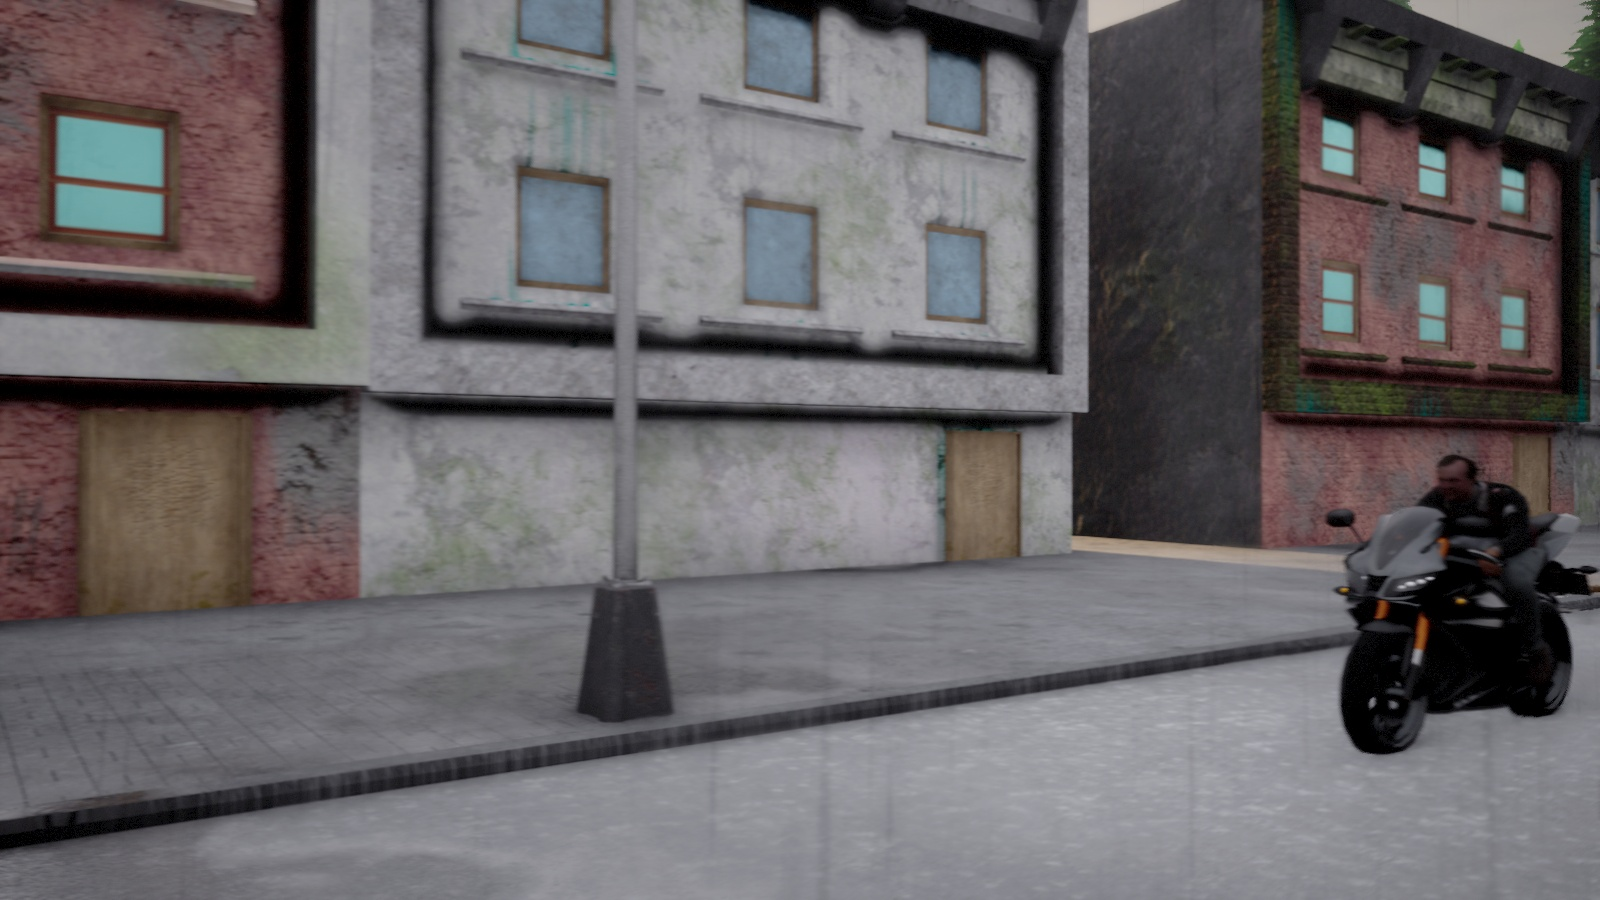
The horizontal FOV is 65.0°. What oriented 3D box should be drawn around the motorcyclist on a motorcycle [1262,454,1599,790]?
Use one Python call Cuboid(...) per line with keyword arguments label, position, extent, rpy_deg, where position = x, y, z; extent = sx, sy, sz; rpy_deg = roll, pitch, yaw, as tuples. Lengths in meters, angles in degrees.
Cuboid(label="motorcyclist on a motorcycle", position=(3.521, 0.789, 6.719), extent=(2.191, 1.530, 0.866), rpy_deg=(0, 0, -35))
